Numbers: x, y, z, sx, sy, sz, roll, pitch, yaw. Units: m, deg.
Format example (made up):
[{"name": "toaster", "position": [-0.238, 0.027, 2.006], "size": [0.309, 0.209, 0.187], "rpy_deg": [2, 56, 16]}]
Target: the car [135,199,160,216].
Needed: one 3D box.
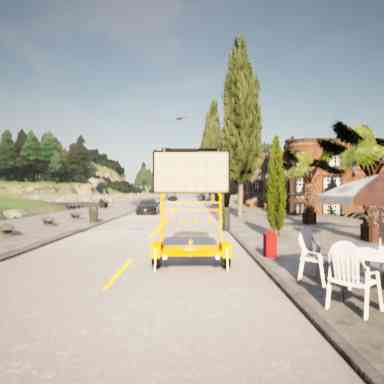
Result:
[{"name": "car", "position": [-4.165, 1.424, 31.629], "size": [1.837, 1.490, 4.892], "rpy_deg": [0, 0, 0]}]

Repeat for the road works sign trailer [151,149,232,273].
[{"name": "road works sign trailer", "position": [-0.022, 0.437, 10.525], "size": [2.380, 3.560, 2.880], "rpy_deg": [0, 0, 0]}]

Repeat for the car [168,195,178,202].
[{"name": "car", "position": [-4.155, 1.365, 72.692], "size": [1.994, 1.385, 4.181], "rpy_deg": [0, 0, 0]}]
